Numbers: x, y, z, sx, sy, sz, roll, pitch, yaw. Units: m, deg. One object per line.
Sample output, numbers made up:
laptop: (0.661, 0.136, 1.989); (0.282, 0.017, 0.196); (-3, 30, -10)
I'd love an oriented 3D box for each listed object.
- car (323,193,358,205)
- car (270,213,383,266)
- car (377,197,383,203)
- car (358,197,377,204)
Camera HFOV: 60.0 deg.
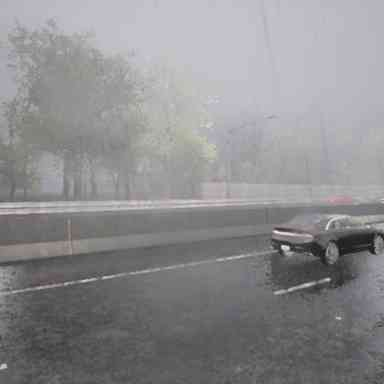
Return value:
car: (21.890, 1.207, 49.693); (5.566, 2.045, 2.150); (0, 0, -36)
car: (4.836, 1.484, 11.548); (4.902, 1.511, 2.128); (0, 0, -35)
car: (28.155, 1.211, 45.591); (5.566, 2.045, 2.150); (0, 0, -35)
car: (25.932, 1.494, 48.306); (4.892, 1.490, 1.837); (1, 0, -35)
